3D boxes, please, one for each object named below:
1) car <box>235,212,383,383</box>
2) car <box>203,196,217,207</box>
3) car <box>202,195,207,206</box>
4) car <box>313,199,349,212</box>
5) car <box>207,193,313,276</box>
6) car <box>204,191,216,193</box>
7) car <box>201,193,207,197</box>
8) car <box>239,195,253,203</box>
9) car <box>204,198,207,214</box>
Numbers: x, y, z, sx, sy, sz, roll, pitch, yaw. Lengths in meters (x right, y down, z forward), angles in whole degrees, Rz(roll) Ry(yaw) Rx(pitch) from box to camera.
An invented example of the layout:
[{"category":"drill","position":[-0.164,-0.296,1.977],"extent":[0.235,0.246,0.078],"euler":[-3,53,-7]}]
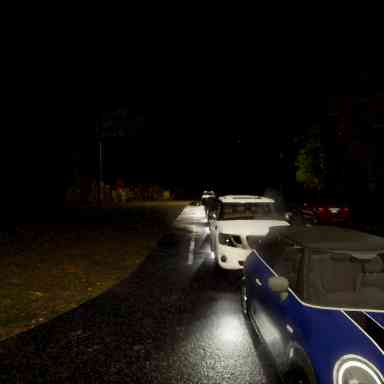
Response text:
[{"category":"car","position":[1.940,1.338,4.156],"extent":[2.097,1.767,4.553],"euler":[0,0,0]},{"category":"car","position":[2.567,1.314,48.008],"extent":[1.994,1.385,4.181],"euler":[0,0,2]},{"category":"car","position":[2.113,1.322,29.344],"extent":[1.882,1.535,5.008],"euler":[0,0,1]},{"category":"car","position":[8.965,1.227,22.963],"extent":[2.097,1.767,4.553],"euler":[0,0,1]},{"category":"car","position":[1.716,1.160,10.502],"extent":[2.150,2.045,5.566],"euler":[0,0,1]},{"category":"car","position":[2.743,0.938,54.441],"extent":[2.150,2.045,5.566],"euler":[0,0,2]},{"category":"car","position":[2.393,1.275,41.599],"extent":[2.128,1.511,4.902],"euler":[0,0,1]},{"category":"car","position":[9.792,1.286,60.654],"extent":[1.895,1.301,4.718],"euler":[0,0,1]},{"category":"car","position":[1.978,1.380,23.089],"extent":[1.837,1.490,4.892],"euler":[0,0,1]}]
